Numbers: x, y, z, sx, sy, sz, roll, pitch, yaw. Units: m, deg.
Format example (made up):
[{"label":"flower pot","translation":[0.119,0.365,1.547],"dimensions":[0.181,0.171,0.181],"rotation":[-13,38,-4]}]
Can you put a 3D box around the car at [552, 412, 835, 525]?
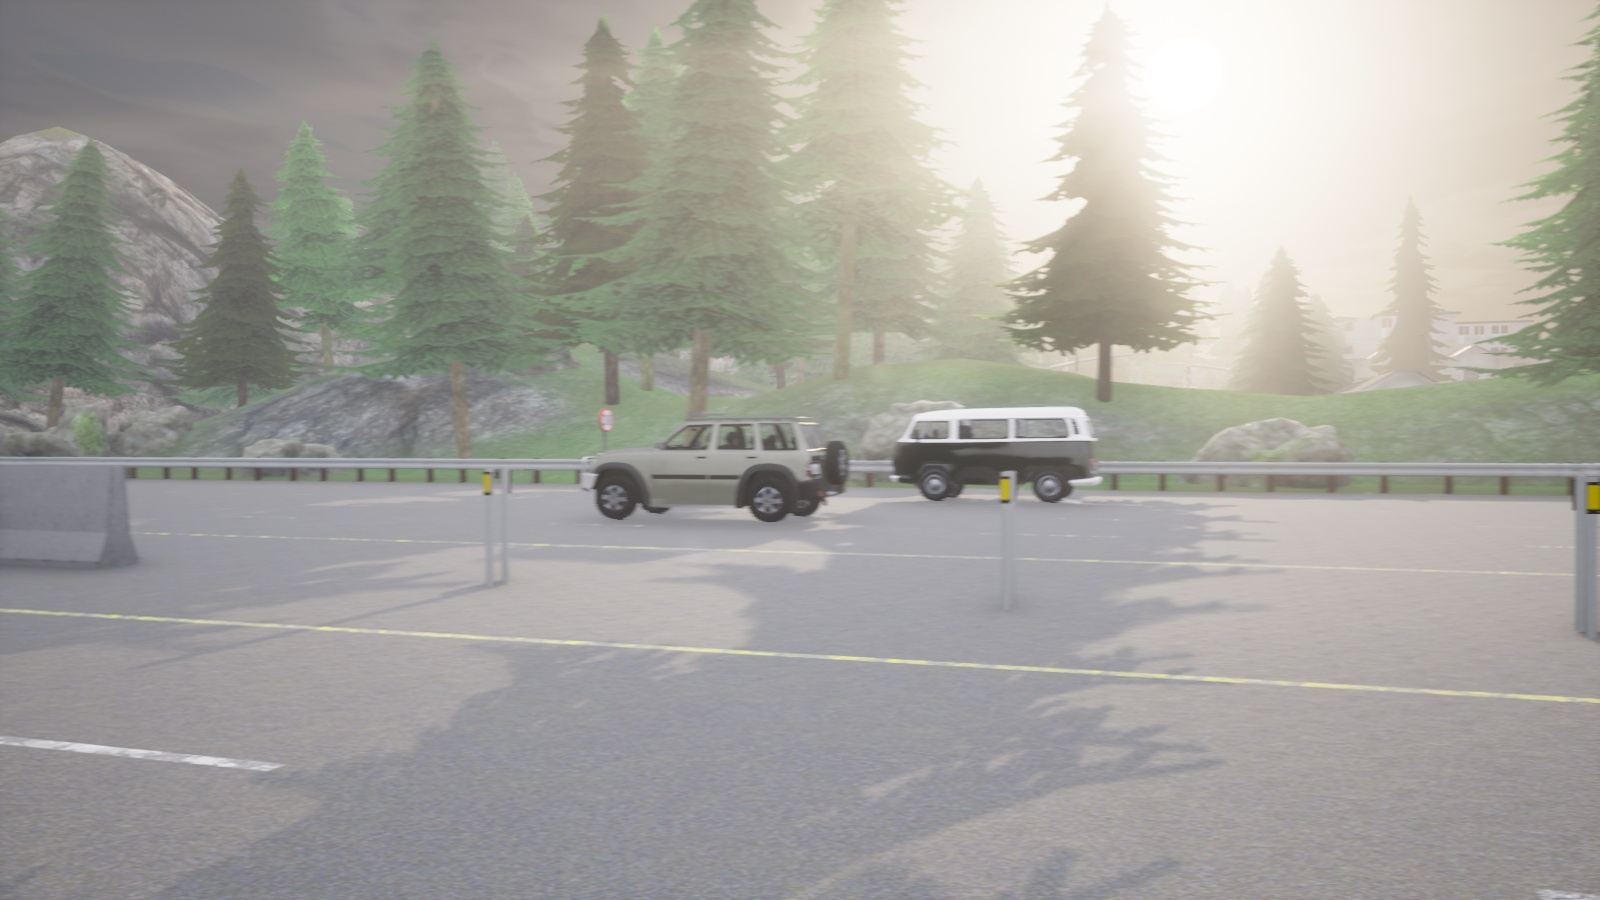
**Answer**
[{"label":"car","translation":[-1.870,0.278,22.283],"dimensions":[4.605,1.855,1.932],"rotation":[0,1,19]}]

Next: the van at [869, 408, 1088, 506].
[{"label":"van","translation":[3.958,0.119,27.705],"dimensions":[4.480,2.038,2.069],"rotation":[0,1,19]}]
